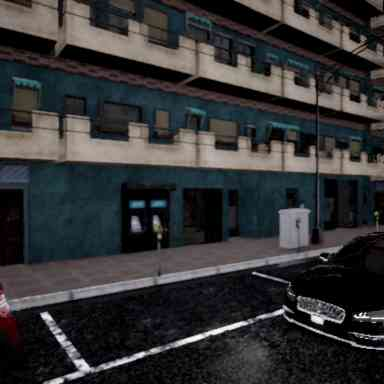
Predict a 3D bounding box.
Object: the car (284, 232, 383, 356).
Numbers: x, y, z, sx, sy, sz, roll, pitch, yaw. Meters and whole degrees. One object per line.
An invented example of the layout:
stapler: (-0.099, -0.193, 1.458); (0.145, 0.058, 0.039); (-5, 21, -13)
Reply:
car: (3.720, 1.533, 6.032); (4.892, 1.490, 1.837); (0, 0, -36)

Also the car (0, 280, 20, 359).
car: (-4.236, 1.433, 3.549); (4.097, 1.590, 1.967); (0, -1, -36)
